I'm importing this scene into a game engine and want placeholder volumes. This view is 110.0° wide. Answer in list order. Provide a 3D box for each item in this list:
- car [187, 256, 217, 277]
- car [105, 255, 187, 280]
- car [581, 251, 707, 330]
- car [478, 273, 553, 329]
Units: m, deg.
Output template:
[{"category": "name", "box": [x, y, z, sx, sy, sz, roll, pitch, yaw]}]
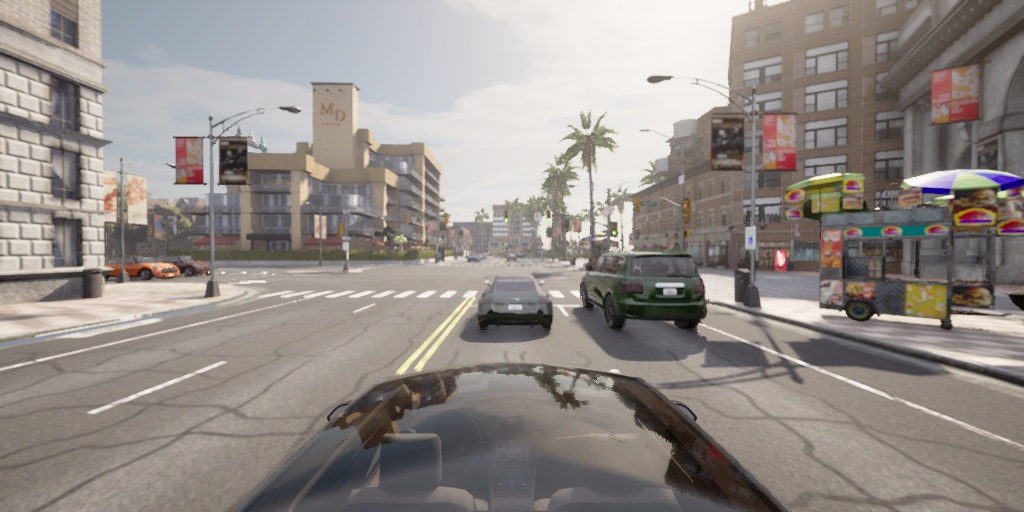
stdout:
[{"category": "car", "box": [-27.230, 0.749, 29.634, 4.553, 1.767, 2.097, 0, 1, 0]}, {"category": "car", "box": [-27.121, 0.793, 26.132, 4.553, 1.767, 2.097, 0, 1, 0]}, {"category": "car", "box": [3.587, 0.858, 10.826, 2.150, 2.045, 5.566, 0, 1, 0]}, {"category": "car", "box": [0.084, 1.199, 10.772, 1.994, 1.385, 4.181, 0, 1, 0]}]
